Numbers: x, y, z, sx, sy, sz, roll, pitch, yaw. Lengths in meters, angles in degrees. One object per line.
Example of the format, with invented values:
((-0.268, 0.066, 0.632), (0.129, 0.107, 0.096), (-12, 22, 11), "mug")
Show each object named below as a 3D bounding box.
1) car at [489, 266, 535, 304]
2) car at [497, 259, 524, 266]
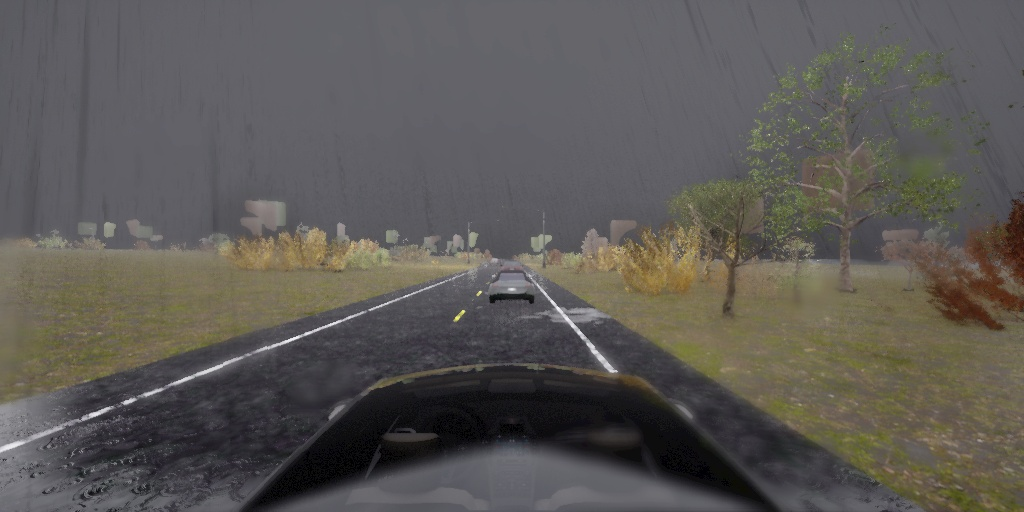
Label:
((0.000, 1.324, 16.501), (1.994, 1.385, 4.181), (0, 0, 0), "car")
((0.000, 1.126, 31.471), (2.097, 1.767, 4.553), (0, 0, 0), "car")
